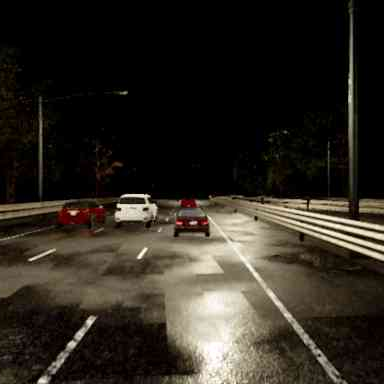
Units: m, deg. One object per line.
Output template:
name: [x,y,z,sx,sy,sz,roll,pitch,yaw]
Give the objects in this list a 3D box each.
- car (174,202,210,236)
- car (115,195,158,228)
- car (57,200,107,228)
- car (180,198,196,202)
car: [-0.021,1.519,18.208,2.033,1.411,5.357,0,0,-1]
car: [-3.574,1.190,22.141,2.150,2.045,5.566,0,0,-1]
car: [-7.074,1.322,21.881,2.097,1.767,4.553,0,0,-1]
car: [-0.449,1.434,40.232,1.882,1.535,5.008,0,0,-1]
